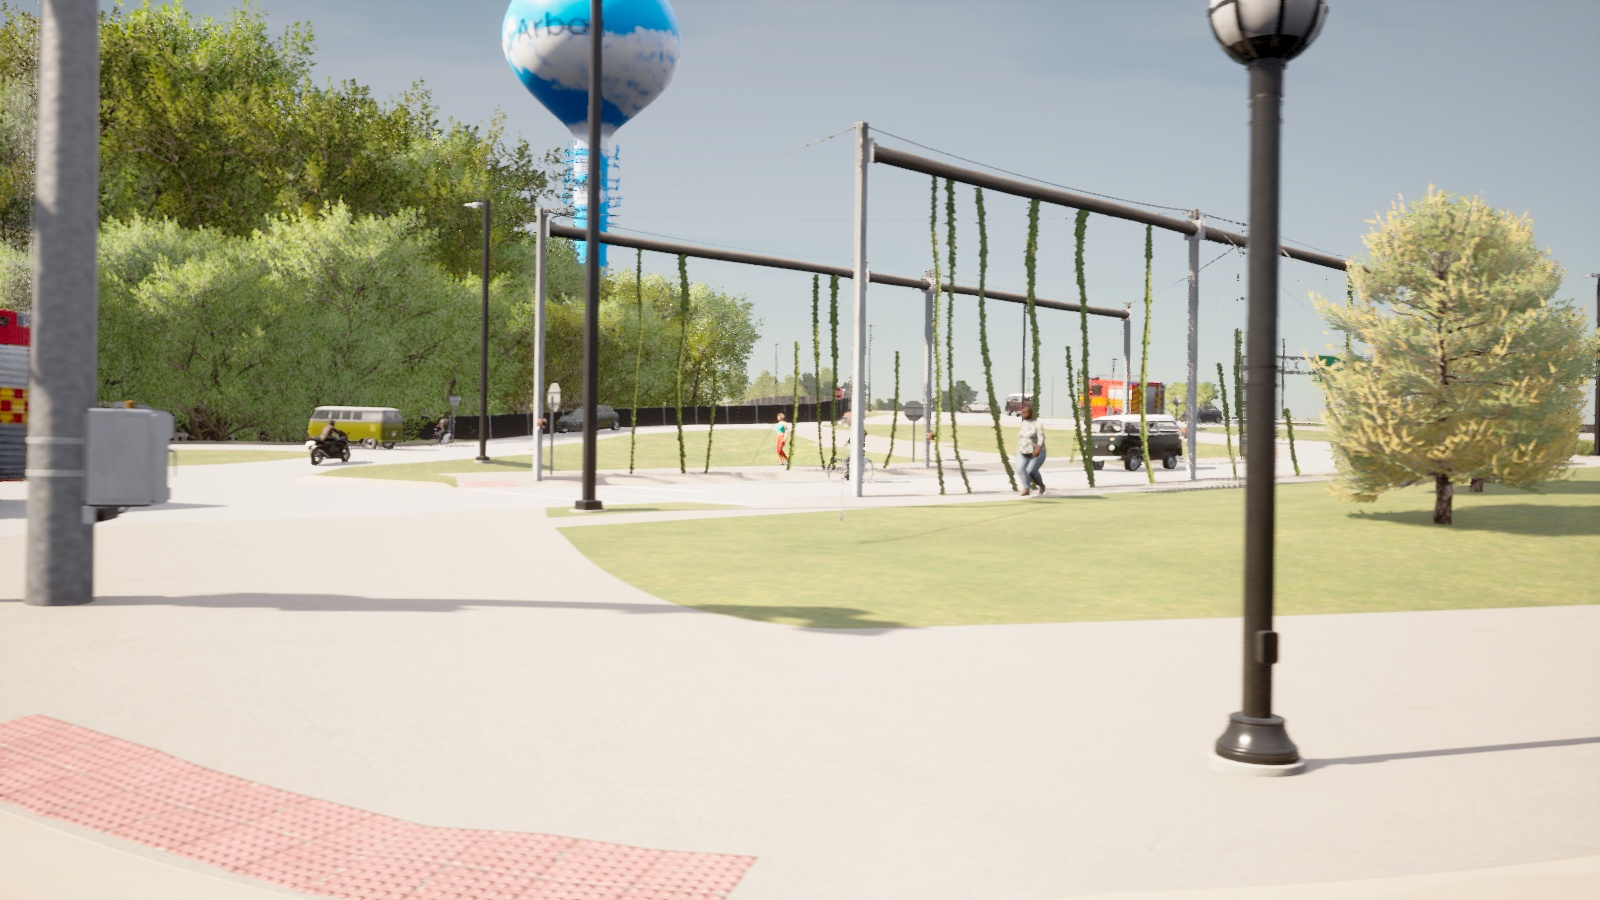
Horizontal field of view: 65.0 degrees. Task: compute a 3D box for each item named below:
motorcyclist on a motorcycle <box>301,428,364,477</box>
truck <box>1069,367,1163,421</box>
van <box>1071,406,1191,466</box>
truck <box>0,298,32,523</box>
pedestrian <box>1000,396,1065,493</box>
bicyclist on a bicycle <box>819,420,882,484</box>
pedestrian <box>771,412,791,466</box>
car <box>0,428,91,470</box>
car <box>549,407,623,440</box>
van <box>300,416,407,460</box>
[{"bbox_3d":[-15.987,0.082,42.994,0.797,1.523,2.044,-3,2,20],"label":"motorcyclist on a motorcycle"},{"bbox_3d":[23.779,-4.322,95.022,2.891,3.827,8.468,0,4,-16],"label":"truck"},{"bbox_3d":[12.123,-0.540,45.869,4.480,2.038,2.069,-3,1,-42],"label":"van"},{"bbox_3d":[-16.026,-0.681,18.315,2.891,3.827,8.468,1,0,16],"label":"truck"},{"bbox_3d":[4.550,-0.109,24.605,0.900,1.855,0.874,0,0,-42],"label":"pedestrian"},{"bbox_3d":[1.454,0.048,35.902,1.843,1.776,0.659,-1,0,-42],"label":"bicyclist on a bicycle"},{"bbox_3d":[-0.648,-0.380,43.312,0.594,1.836,0.345,0,0,-39],"label":"pedestrian"},{"bbox_3d":[-33.444,-0.068,55.056,3.705,1.549,1.789,-6,6,-42],"label":"car"},{"bbox_3d":[-13.309,-1.664,78.463,2.097,1.767,4.553,0,5,28],"label":"car"},{"bbox_3d":[-20.935,-0.582,58.937,4.442,1.987,1.775,0,2,13],"label":"van"}]
